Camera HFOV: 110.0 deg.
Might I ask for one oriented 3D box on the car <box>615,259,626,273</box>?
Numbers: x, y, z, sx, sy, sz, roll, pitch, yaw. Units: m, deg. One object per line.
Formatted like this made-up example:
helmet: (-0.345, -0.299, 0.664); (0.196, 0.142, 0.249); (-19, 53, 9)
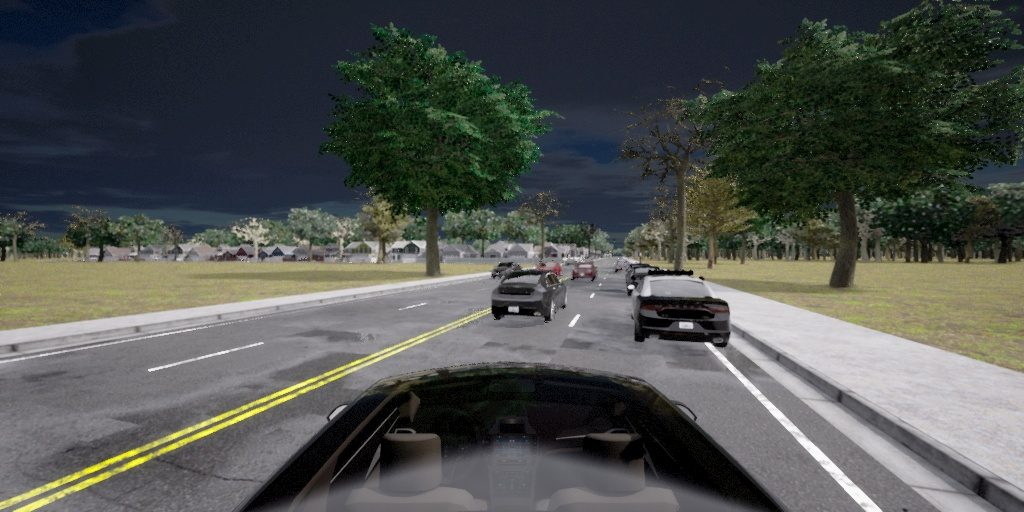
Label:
car: (13.708, 1.318, 44.336); (2.033, 1.411, 5.357); (0, 0, 18)

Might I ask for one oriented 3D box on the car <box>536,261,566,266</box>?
car: (3.374, 1.233, 33.001); (1.882, 1.535, 5.008); (0, 0, 17)

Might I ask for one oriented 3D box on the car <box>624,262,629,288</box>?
car: (7.069, 1.256, 19.055); (1.837, 1.490, 4.892); (0, 0, 17)

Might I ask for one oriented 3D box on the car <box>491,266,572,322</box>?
car: (0.754, 1.253, 12.420); (1.837, 1.490, 4.892); (0, 0, 17)

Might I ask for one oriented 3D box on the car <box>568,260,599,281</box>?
car: (6.189, 1.280, 30.388); (1.812, 1.442, 4.674); (0, 0, 17)

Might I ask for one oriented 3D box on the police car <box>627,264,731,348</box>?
police car: (4.205, 1.174, 9.589); (1.930, 1.638, 5.238); (0, 0, 17)

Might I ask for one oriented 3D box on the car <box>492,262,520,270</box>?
car: (-0.368, 1.257, 31.859); (1.837, 1.490, 4.892); (0, 0, 17)

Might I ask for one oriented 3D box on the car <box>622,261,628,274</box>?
car: (8.807, 1.258, 24.799); (1.837, 1.490, 4.892); (0, 0, 17)
